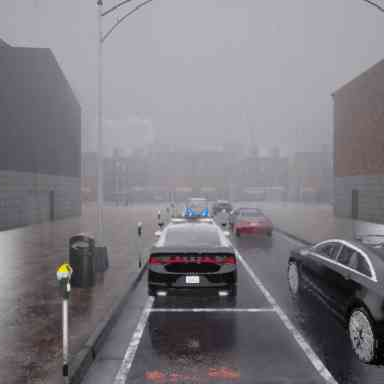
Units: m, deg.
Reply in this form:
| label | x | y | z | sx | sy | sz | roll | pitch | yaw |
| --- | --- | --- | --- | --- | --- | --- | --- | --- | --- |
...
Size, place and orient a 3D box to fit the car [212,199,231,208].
| label | x | y | z | sx | sy | sz | roll | pitch | yaw |
| --- | --- | --- | --- | --- | --- | --- | --- | --- | --- |
| car | 3.022 | 1.514 | 34.141 | 1.837 | 1.490 | 4.892 | 0 | 0 | 0 |

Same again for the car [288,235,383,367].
| label | x | y | z | sx | sy | sz | roll | pitch | yaw |
| --- | --- | --- | --- | --- | --- | --- | --- | --- | --- |
| car | 3.120 | 1.492 | 5.761 | 2.128 | 1.511 | 4.902 | 0 | 0 | 0 |

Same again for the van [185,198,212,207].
| label | x | y | z | sx | sy | sz | roll | pitch | yaw |
| --- | --- | --- | --- | --- | --- | --- | --- | --- | --- |
| van | 0.374 | 1.345 | 25.499 | 1.690 | 1.788 | 3.998 | -1 | 0 | 0 |

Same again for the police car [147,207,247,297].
| label | x | y | z | sx | sy | sz | roll | pitch | yaw |
| --- | --- | --- | --- | --- | --- | --- | --- | --- | --- |
| police car | 0.012 | 1.424 | 8.761 | 1.930 | 1.638 | 5.238 | 0 | 0 | 0 |

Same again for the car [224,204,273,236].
| label | x | y | z | sx | sy | sz | roll | pitch | yaw |
| --- | --- | --- | --- | --- | --- | --- | --- | --- | --- |
| car | 3.122 | 1.565 | 18.516 | 1.994 | 1.385 | 4.181 | 0 | 0 | 0 |
